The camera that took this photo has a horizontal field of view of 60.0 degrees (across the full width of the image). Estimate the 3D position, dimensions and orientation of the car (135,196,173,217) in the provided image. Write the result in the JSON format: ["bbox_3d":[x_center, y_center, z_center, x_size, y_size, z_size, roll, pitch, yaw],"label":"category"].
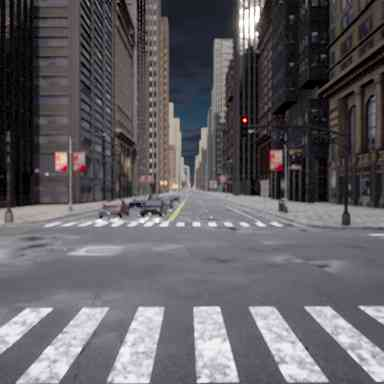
[{"bbox_3d":[-3.299,1.404,29.965,2.033,1.411,5.357,0,0,4],"label":"car"}]

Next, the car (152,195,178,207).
[{"bbox_3d":[-3.305,1.290,41.394,2.128,1.511,4.902,0,0,1],"label":"car"}]

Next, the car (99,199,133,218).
[{"bbox_3d":[-6.575,1.390,28.538,1.812,1.442,4.674,0,0,0],"label":"car"}]

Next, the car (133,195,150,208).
[{"bbox_3d":[-6.564,1.404,40.528,1.895,1.301,4.718,0,0,0],"label":"car"}]

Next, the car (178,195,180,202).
[{"bbox_3d":[-3.222,1.223,62.932,2.033,1.411,5.357,0,0,0],"label":"car"}]
